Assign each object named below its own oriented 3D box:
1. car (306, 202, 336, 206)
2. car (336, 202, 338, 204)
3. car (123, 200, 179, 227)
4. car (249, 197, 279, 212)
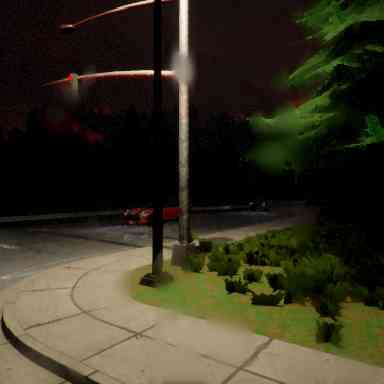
[{"bbox_3d":[16.399,1.195,42.910,2.150,2.045,5.566,0,0,36],"label":"car"},{"bbox_3d":[22.699,1.465,51.378,2.128,1.511,4.902,0,0,37],"label":"car"},{"bbox_3d":[-2.510,1.325,22.597,2.097,1.767,4.553,0,0,35],"label":"car"},{"bbox_3d":[8.251,1.325,37.985,2.097,1.767,4.553,0,0,36],"label":"car"}]
